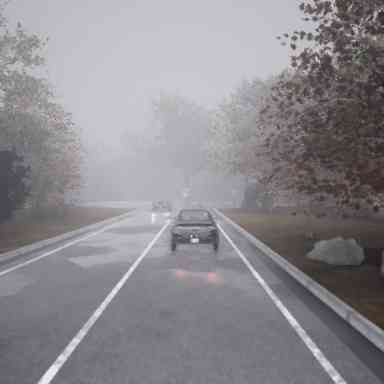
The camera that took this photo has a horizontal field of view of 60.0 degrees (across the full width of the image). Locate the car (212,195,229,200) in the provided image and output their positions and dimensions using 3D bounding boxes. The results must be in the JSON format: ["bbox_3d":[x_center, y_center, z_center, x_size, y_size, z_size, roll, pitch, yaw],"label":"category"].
[{"bbox_3d":[6.506,1.315,76.155,5.008,1.535,1.882,0,0,30],"label":"car"}]

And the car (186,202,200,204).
[{"bbox_3d":[0.102,1.573,30.755,1.994,1.385,4.181,0,0,0],"label":"car"}]

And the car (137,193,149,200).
[{"bbox_3d":[-9.692,1.195,75.948,5.566,2.045,2.150,0,0,-30],"label":"car"}]

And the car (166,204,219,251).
[{"bbox_3d":[0.102,1.496,14.188,2.128,1.511,4.902,0,0,0],"label":"car"}]

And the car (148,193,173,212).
[{"bbox_3d":[-3.497,1.255,39.794,2.150,2.045,5.566,0,0,0],"label":"car"}]
